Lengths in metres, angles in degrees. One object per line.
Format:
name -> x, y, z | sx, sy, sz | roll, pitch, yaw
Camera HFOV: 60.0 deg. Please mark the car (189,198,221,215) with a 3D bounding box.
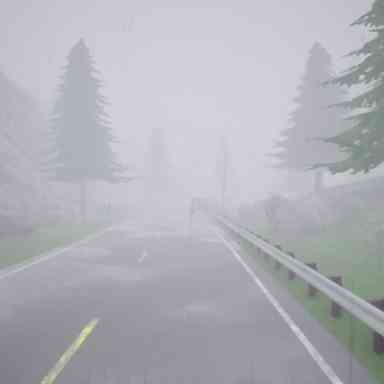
car -> 1.679, 1.702, 40.465 | 2.150, 2.045, 5.566 | -1, -1, 27
